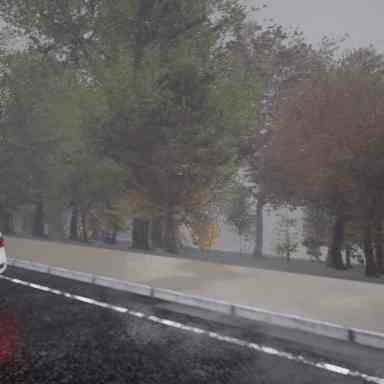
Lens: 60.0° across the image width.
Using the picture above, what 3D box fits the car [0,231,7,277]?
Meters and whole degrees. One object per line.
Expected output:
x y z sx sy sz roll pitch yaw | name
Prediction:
-7.055 1.379 8.710 5.566 2.045 2.150 -1 0 36 | car
